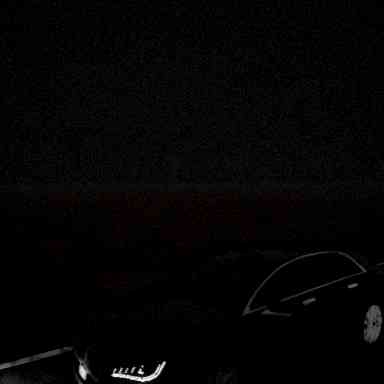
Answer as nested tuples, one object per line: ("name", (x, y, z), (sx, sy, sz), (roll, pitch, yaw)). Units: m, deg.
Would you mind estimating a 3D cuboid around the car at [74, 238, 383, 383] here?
("car", (0.917, 1.490, 4.644), (4.892, 1.490, 1.837), (0, 0, -35))
